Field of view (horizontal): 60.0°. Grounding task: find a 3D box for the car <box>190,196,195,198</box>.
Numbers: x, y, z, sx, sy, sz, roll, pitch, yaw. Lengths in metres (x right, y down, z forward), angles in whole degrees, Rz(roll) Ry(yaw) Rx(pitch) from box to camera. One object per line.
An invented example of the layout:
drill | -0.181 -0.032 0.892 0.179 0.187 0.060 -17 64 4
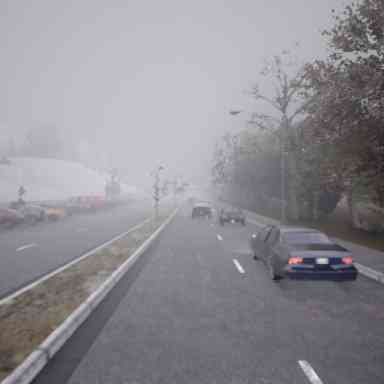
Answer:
car | 0.889 1.764 43.799 1.801 1.575 5.366 0 0 0

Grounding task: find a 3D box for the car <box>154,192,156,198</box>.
car | -13.882 1.373 94.571 5.566 2.045 2.435 -1 1 -20

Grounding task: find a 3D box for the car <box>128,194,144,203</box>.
car | -13.836 1.772 73.576 4.792 1.488 2.163 -1 0 -20

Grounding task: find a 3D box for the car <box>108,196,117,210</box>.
car | -13.850 1.546 46.635 5.566 2.045 2.435 -1 0 -20

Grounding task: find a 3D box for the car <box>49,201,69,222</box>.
car | -13.706 1.784 28.784 5.366 1.575 1.946 -1 -1 -20

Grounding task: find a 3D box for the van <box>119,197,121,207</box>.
van | -13.981 1.561 52.543 4.442 1.987 1.878 -1 0 -20

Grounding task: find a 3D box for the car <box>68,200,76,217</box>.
car | -13.849 1.830 31.711 4.792 1.488 2.163 -1 -1 -20

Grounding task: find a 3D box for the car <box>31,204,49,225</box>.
car | -13.905 1.805 25.714 4.792 1.488 2.163 -1 0 -20

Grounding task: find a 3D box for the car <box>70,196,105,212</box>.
car | -13.903 1.557 40.639 5.566 2.045 2.435 -1 0 -20

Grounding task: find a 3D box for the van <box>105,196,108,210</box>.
van | -13.767 1.576 43.682 4.442 1.987 1.878 -1 0 -20

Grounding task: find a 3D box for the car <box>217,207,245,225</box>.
car | 3.032 1.886 26.695 1.895 1.301 4.718 0 0 0

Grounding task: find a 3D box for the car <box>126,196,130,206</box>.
car | -13.862 1.813 58.551 4.674 1.452 2.002 -1 0 -20

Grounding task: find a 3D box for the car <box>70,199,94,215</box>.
car | -13.871 1.848 37.668 4.674 1.452 2.002 -1 0 -20

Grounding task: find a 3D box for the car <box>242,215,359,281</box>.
car | 3.022 1.672 10.185 2.033 1.411 5.357 0 -1 0

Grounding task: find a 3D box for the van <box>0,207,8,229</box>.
van | -13.776 1.502 19.812 4.442 1.987 1.878 -1 -1 -20

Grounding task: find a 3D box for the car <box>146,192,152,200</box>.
car | -13.834 1.451 85.590 5.566 2.045 2.435 -1 0 -20

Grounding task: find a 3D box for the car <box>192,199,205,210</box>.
car | 0.887 1.803 49.610 1.837 1.490 4.892 0 0 0

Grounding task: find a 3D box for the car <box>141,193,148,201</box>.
car | -14.031 1.727 79.499 5.366 1.575 1.946 -1 1 -20

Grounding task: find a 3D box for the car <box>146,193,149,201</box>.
car | -13.863 1.755 82.572 4.674 1.452 2.002 -1 0 -20

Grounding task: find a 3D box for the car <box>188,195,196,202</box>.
car | -0.022 1.641 85.186 2.128 1.511 4.902 0 0 0

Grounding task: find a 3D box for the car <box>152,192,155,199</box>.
car | -13.683 1.649 91.646 5.366 1.575 1.946 -1 0 -20

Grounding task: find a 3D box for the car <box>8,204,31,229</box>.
car | -13.875 1.792 22.742 4.674 1.452 2.002 -1 0 -20

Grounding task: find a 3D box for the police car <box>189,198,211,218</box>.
police car | 0.891 1.736 33.719 1.930 1.638 5.238 0 0 0

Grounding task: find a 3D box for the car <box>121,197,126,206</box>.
car | -13.840 1.653 55.579 4.553 1.767 2.185 -1 0 -20

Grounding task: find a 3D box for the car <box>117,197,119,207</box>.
car | -13.864 1.792 49.604 4.892 1.521 2.231 -1 0 -20

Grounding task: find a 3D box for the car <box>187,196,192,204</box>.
car | -0.018 1.659 70.186 1.837 1.490 4.892 0 0 0
